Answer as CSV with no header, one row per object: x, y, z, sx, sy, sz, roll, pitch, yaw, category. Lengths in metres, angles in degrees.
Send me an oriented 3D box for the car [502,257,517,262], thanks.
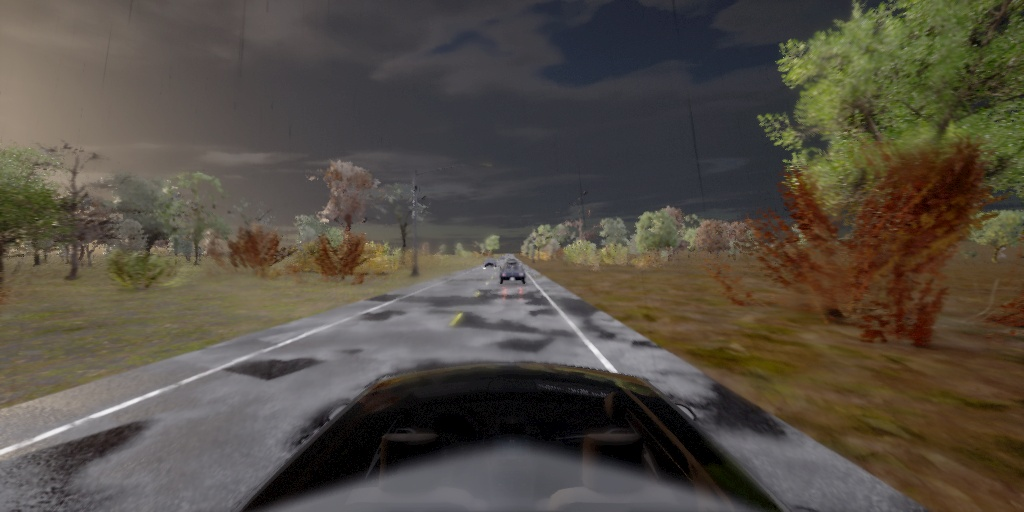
-0.007,1.207,47.639,1.837,1.490,4.892,0,0,0,car

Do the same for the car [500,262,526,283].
0.048,1.334,27.339,1.895,1.301,4.718,0,0,0,car

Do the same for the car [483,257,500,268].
-3.664,1.041,61.070,2.097,1.767,4.553,0,0,0,car
